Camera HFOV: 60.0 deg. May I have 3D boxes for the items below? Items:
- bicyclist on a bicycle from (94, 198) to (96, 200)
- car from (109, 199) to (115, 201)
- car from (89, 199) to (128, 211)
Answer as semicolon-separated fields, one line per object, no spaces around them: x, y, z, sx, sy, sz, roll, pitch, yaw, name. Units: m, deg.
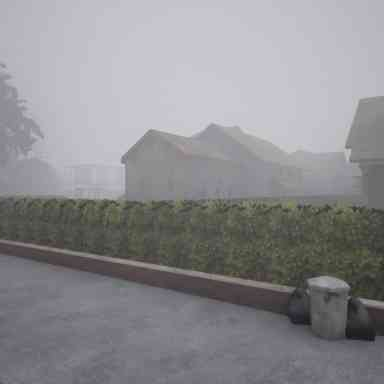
-8.768;1.349;30.370;1.656;1.620;0.582;0;0;35;bicyclist on a bicycle
-6.470;1.356;25.679;5.357;1.415;2.033;0;0;38;car
-10.541;1.601;42.388;1.895;1.301;4.718;0;0;36;car
